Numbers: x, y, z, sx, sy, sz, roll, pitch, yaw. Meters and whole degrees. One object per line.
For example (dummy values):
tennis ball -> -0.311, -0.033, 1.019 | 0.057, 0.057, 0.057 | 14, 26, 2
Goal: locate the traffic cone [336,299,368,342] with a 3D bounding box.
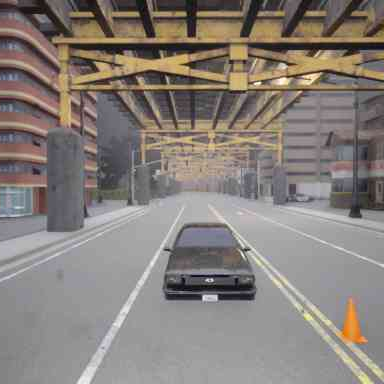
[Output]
traffic cone -> 2.454, 1.949, 5.118 | 0.340, 0.580, 0.340 | 0, 0, 0

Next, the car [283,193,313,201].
car -> 17.517, 0.848, 54.853 | 4.536, 1.218, 1.853 | 0, 1, -20

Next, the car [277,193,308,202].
car -> 17.817, 0.958, 58.994 | 4.974, 1.542, 2.038 | 0, 1, 25

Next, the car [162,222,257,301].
car -> 0.362, 1.533, 8.725 | 2.033, 1.411, 5.357 | 0, 0, 1

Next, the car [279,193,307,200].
car -> 17.864, 0.801, 58.971 | 4.536, 1.218, 1.853 | 0, 1, 25

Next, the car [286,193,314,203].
car -> 17.469, 1.006, 54.837 | 4.974, 1.542, 2.038 | 0, 1, -20
